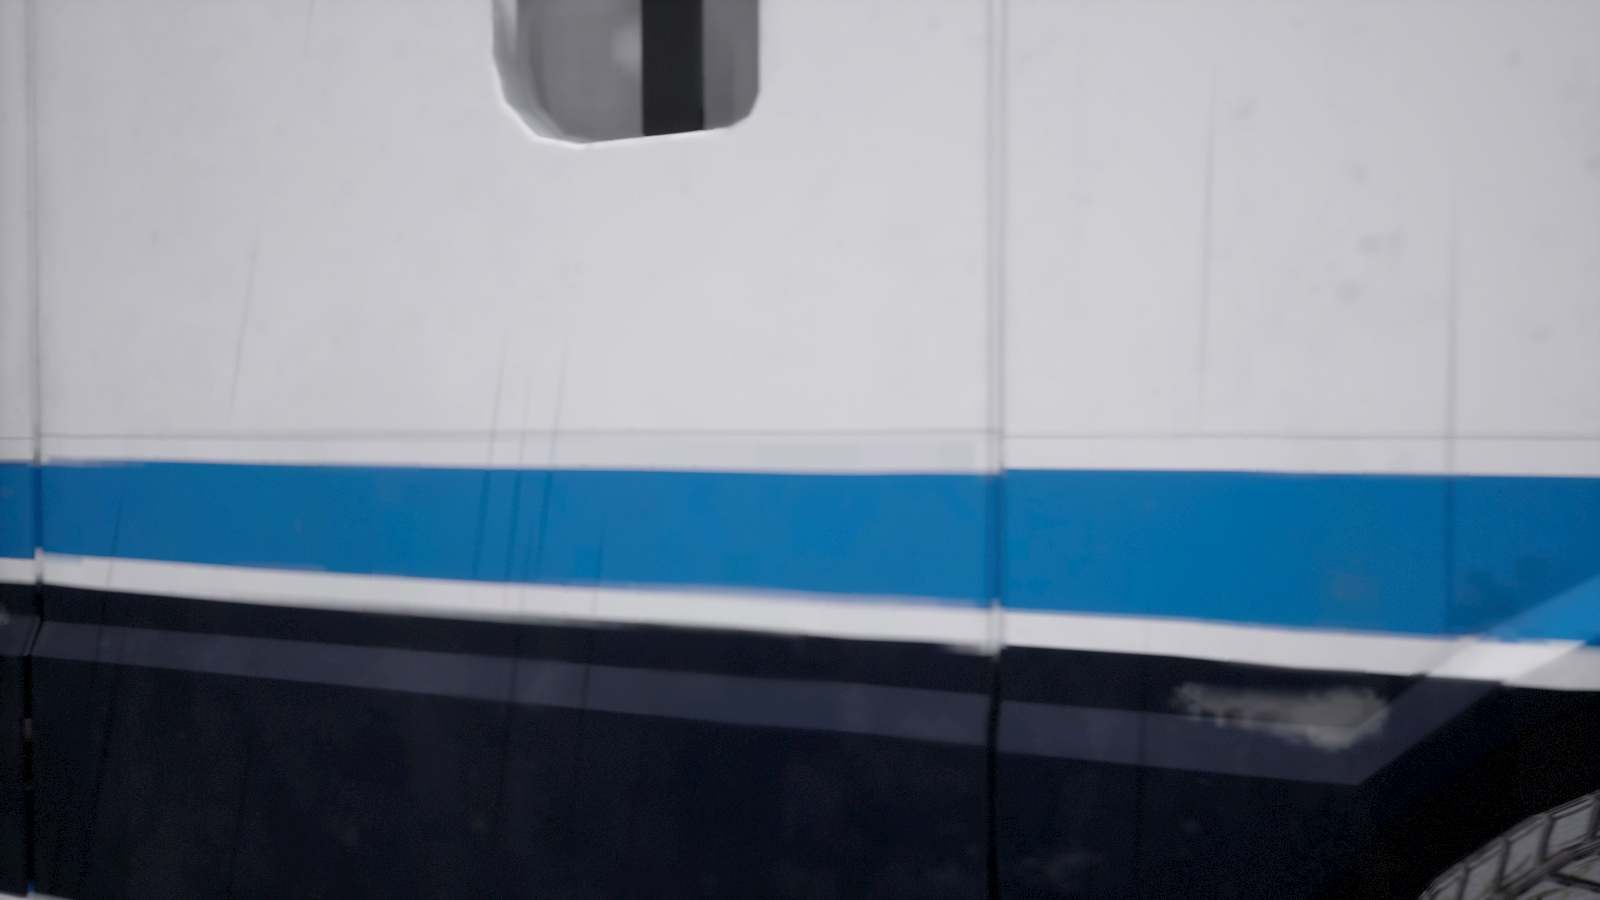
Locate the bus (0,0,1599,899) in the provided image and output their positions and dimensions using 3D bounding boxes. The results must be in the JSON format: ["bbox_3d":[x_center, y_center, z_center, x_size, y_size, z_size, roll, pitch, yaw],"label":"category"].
[{"bbox_3d":[-1.154,-0.607,3.504,10.273,4.253,3.944,1,1,23],"label":"bus"}]
